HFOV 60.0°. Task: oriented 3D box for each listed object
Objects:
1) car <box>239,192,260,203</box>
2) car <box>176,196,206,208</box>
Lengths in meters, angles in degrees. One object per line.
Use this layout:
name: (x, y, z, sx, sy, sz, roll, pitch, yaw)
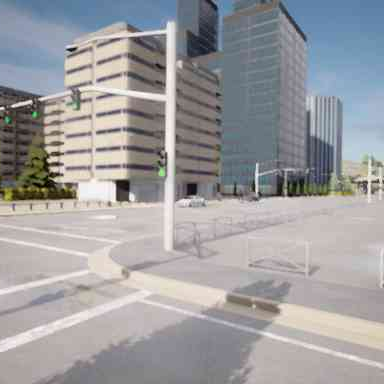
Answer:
car: (9.534, 0.815, 54.862, 2.097, 1.767, 4.553, 1, 1, 34)
car: (-0.016, 1.181, 41.022, 1.812, 1.442, 4.674, 1, 1, 34)
